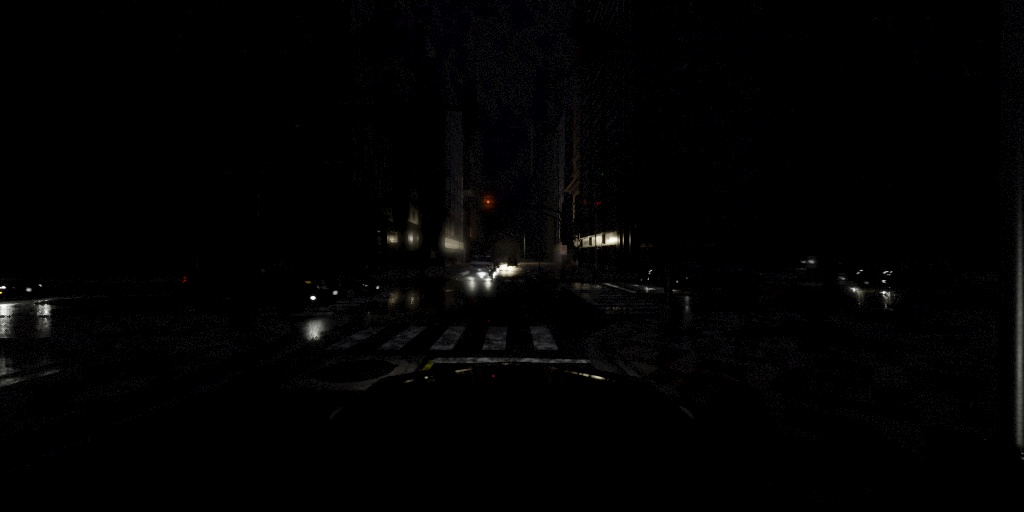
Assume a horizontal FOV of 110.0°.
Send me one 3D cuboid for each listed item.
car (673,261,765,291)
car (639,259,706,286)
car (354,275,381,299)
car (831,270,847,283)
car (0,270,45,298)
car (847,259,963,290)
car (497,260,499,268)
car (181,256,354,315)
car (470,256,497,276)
[{"bbox_3d":[11.855,1.187,20.607,4.674,1.442,1.812,0,0,2],"label":"car"},{"bbox_3d":[10.889,1.011,23.904,4.553,1.767,2.097,0,0,1],"label":"car"},{"bbox_3d":[-8.874,1.294,17.224,4.892,1.490,1.837,0,0,0],"label":"car"},{"bbox_3d":[24.231,1.176,23.822,4.718,1.301,1.895,0,0,0],"label":"car"},{"bbox_3d":[-25.687,1.387,17.278,4.892,1.490,1.837,0,0,0],"label":"car"},{"bbox_3d":[22.609,0.947,20.574,4.553,1.767,2.097,0,0,0],"label":"car"},{"bbox_3d":[-3.052,1.357,47.371,1.895,1.301,4.718,0,0,0],"label":"car"},{"bbox_3d":[-9.305,1.024,13.557,5.566,2.045,2.150,0,0,6],"label":"car"},{"bbox_3d":[-3.071,0.975,37.304,2.150,2.045,5.566,0,0,0],"label":"car"}]
